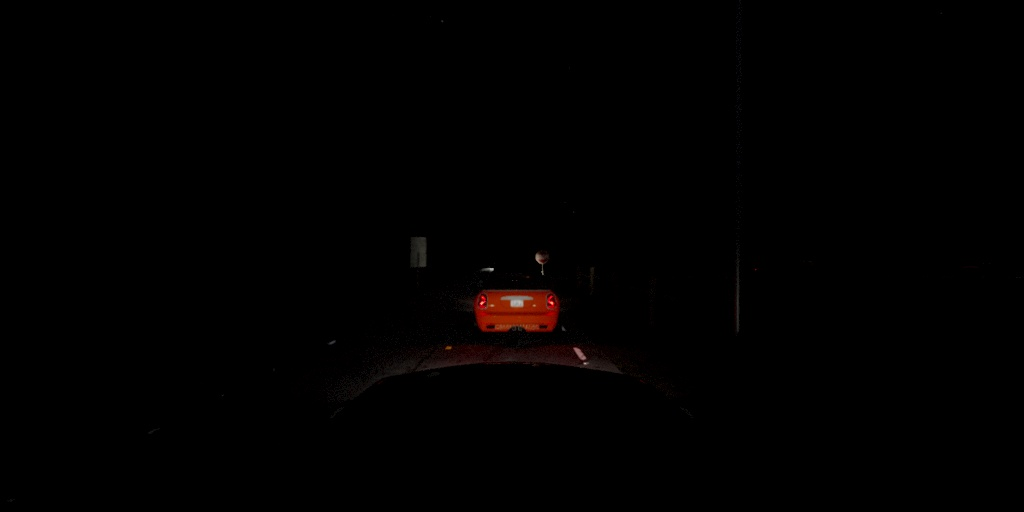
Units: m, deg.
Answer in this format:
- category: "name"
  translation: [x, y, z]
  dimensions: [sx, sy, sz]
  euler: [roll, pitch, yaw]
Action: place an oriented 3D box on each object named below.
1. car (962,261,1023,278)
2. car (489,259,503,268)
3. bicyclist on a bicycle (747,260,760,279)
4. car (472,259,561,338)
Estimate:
- category: "car"
  translation: [44.410, 1.229, 32.769]
  dimensions: [5.008, 1.535, 1.882]
  euler: [0, -2, 0]
- category: "car"
  translation: [-2.739, 1.310, 62.327]
  dimensions: [2.128, 1.511, 4.902]
  euler: [0, 0, 0]
- category: "bicyclist on a bicycle"
  translation: [19.944, 1.118, 29.651]
  dimensions: [0.582, 1.620, 1.656]
  euler: [0, 0, 0]
- category: "car"
  translation: [0.104, 1.088, 10.266]
  dimensions: [2.097, 1.767, 4.553]
  euler: [0, 0, 0]
